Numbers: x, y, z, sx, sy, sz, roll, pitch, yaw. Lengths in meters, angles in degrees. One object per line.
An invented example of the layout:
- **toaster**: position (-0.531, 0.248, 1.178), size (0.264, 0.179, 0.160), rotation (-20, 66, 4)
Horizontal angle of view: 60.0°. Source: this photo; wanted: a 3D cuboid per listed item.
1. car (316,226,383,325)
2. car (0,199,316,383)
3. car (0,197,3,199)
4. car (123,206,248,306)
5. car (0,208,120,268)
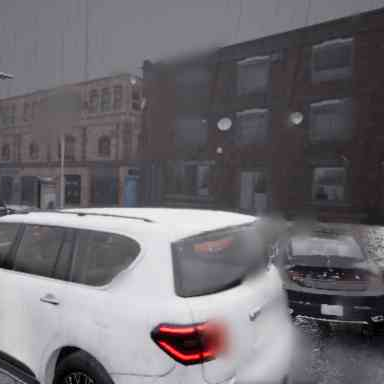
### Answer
- **car**: position (2.675, 1.480, 7.175), size (2.231, 1.521, 4.892), rotation (0, -1, 15)
- **car**: position (-1.535, 1.218, 4.435), size (5.566, 2.045, 2.150), rotation (0, 0, 35)
- **car**: position (-12.283, 1.212, 17.388), size (2.435, 2.045, 5.566), rotation (1, -1, 13)
- **car**: position (0.200, 1.351, 8.905), size (2.185, 1.767, 4.553), rotation (0, -1, 15)
- **car**: position (-4.762, 1.471, 12.363), size (2.097, 1.535, 5.008), rotation (0, -1, 14)
